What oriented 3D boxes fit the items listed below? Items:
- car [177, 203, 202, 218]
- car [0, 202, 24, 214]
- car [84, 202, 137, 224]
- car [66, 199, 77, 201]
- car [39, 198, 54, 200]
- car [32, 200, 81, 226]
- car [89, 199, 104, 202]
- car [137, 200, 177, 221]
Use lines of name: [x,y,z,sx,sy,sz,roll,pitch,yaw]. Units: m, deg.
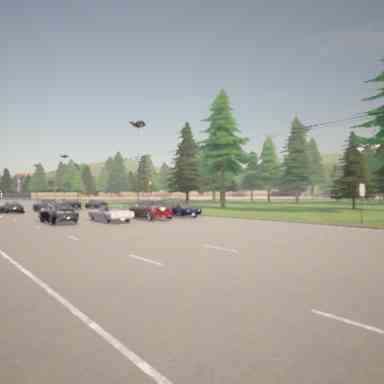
car: [-1.256,1.674,30.739,1.895,1.301,4.718,0,0,-38]
car: [-21.160,1.801,39.054,1.994,1.385,4.181,0,0,-38]
car: [-6.454,1.702,26.026,1.895,1.301,4.718,0,0,-38]
car: [-16.335,1.690,44.241,1.882,1.535,5.008,0,0,-38]
car: [-17.903,1.568,40.573,2.097,1.767,4.553,0,0,-38]
car: [-10.038,1.616,24.920,2.128,1.511,4.902,0,0,-38]
car: [-13.315,1.720,46.040,1.812,1.442,4.674,0,0,-38]
car: [-3.652,1.438,28.122,2.097,1.767,4.553,0,0,-38]
